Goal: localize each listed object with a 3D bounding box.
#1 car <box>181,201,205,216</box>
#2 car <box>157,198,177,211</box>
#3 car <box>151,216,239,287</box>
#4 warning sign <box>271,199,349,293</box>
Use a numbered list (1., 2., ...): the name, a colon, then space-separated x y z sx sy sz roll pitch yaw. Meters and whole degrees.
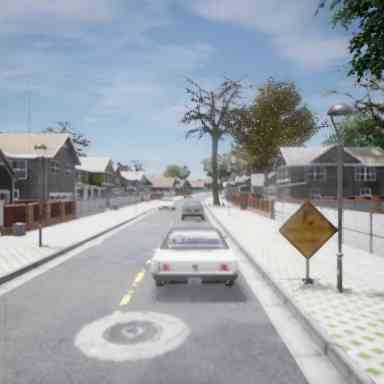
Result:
1. car: 0.086 1.474 27.508 2.033 1.411 5.357 0 0 0
2. car: -2.826 1.403 38.211 1.812 1.442 4.674 0 0 0
3. car: 0.060 1.586 9.208 1.895 1.301 4.718 0 0 0
4. warning sign: 2.509 1.105 7.234 1.300 1.860 1.060 -1 0 0
